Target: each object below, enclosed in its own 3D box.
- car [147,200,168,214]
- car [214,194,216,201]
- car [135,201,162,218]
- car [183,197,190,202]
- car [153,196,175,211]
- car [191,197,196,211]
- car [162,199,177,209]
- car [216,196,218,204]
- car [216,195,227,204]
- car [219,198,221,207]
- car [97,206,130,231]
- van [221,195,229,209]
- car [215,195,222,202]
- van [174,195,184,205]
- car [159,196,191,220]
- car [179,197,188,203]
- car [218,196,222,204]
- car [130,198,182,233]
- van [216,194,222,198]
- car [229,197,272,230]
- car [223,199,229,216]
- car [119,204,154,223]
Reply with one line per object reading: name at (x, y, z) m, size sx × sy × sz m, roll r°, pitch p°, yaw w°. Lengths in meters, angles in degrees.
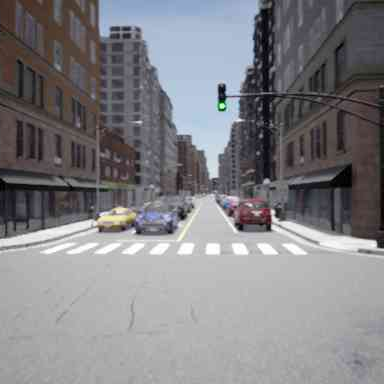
car at (-3.905, 1.698, 38.424) m, size 1.752 × 1.417 × 4.829 m, roll 0°, pitch 0°, yaw 3°
car at (5.985, 1.496, 66.410) m, size 2.192 × 1.841 × 5.009 m, roll 0°, pitch 0°, yaw 3°
car at (-4.178, 1.681, 32.776) m, size 1.752 × 1.417 × 4.829 m, roll 0°, pitch 0°, yaw 3°
car at (-1.436, 1.921, 89.425) m, size 1.802 × 1.307 × 4.206 m, roll 0°, pitch 0°, yaw 3°
car at (-3.624, 1.504, 44.243) m, size 2.192 × 1.841 × 5.009 m, roll 0°, pitch 0°, yaw 3°
car at (-1.046, 1.644, 39.493) m, size 2.128 × 1.511 × 4.902 m, roll 0°, pitch 0°, yaw 3°
car at (-3.349, 1.788, 49.891) m, size 1.802 × 1.307 × 4.206 m, roll 0°, pitch 0°, yaw 3°
car at (5.439, 1.733, 55.110) m, size 1.802 × 1.307 × 4.206 m, roll 0°, pitch 0°, yaw 3°
car at (6.258, 1.511, 72.060) m, size 2.192 × 1.841 × 5.009 m, roll 0°, pitch 0°, yaw 3°
car at (4.892, 1.701, 43.809) m, size 1.802 × 1.307 × 4.206 m, roll 0°, pitch 0°, yaw 3°
car at (-4.726, 1.645, 21.479) m, size 1.752 × 1.417 × 4.829 m, roll 0°, pitch 0°, yaw 3°
van at (4.617, 1.443, 38.160) m, size 1.690 × 1.788 × 3.998 m, roll 0°, pitch 0°, yaw 3°
car at (7.078, 1.709, 89.005) m, size 1.967 × 1.590 × 4.097 m, roll 0°, pitch 0°, yaw 3°
van at (-2.529, 1.593, 66.836) m, size 1.690 × 1.788 × 3.998 m, roll 0°, pitch 0°, yaw 3°
car at (-1.576, 1.345, 29.635) m, size 2.150 × 2.045 × 5.566 m, roll 0°, pitch 0°, yaw 3°
car at (-1.982, 1.867, 78.132) m, size 1.802 × 1.307 × 4.206 m, roll 0°, pitch 0°, yaw 3°
car at (5.174, 1.661, 49.629) m, size 1.752 × 1.417 × 4.829 m, roll 0°, pitch 0°, yaw 3°
car at (-2.031, 1.445, 20.095) m, size 2.097 × 1.767 × 4.553 m, roll 0°, pitch 0°, yaw 3°
van at (5.711, 1.507, 60.759) m, size 1.690 × 1.788 × 3.998 m, roll 0°, pitch 0°, yaw 3°
car at (3.796, 1.365, 21.210) m, size 2.192 × 1.841 × 5.009 m, roll 0°, pitch 0°, yaw 3°
car at (4.344, 1.630, 32.509) m, size 1.887 × 1.381 × 4.507 m, roll 0°, pitch 0°, yaw 3°
car at (-4.444, 1.704, 27.298) m, size 1.947 × 1.339 × 4.313 m, roll 0°, pitch 0°, yaw 3°
